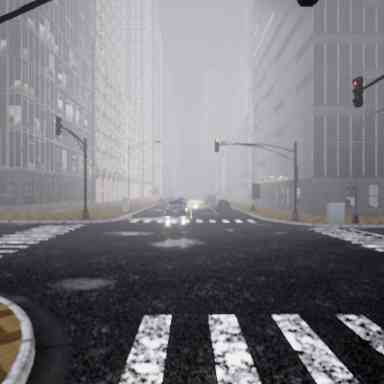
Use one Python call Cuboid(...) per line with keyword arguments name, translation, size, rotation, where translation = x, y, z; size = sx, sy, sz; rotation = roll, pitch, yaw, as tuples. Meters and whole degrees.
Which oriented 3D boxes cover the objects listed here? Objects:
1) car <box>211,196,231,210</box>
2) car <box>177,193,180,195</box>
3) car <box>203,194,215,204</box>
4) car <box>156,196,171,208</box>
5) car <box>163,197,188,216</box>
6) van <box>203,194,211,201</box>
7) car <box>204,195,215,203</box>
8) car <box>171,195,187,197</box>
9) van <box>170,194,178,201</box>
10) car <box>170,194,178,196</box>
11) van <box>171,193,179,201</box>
Cuboid(name="car", translation=(3.829, 1.559, 42.083), size=(1.947, 1.339, 4.313), rotation=(0, 0, 0))
Cuboid(name="car", translation=(-1.705, 1.457, 67.499), size=(2.128, 1.511, 4.902), rotation=(0, 0, 0))
Cuboid(name="car", translation=(3.636, 1.283, 64.191), size=(2.192, 1.841, 5.009), rotation=(0, 0, 0))
Cuboid(name="car", translation=(-4.136, 1.570, 47.557), size=(1.802, 1.307, 4.206), rotation=(0, 0, 0))
Cuboid(name="car", translation=(-1.573, 1.527, 33.307), size=(1.812, 1.442, 4.674), rotation=(0, 0, 0))
Cuboid(name="van", translation=(3.527, 1.283, 80.774), size=(1.690, 1.788, 3.998), rotation=(0, 0, 0))
Cuboid(name="car", translation=(3.600, 1.399, 69.719), size=(1.967, 1.590, 4.097), rotation=(0, 0, 0))
Cuboid(name="car", translation=(-1.658, 1.515, 47.008), size=(1.812, 1.442, 4.674), rotation=(0, 0, 0))
Cuboid(name="van", translation=(-4.353, 1.283, 80.722), size=(1.690, 1.788, 3.998), rotation=(0, 0, 0))
Cuboid(name="car", translation=(-4.244, 1.534, 64.140), size=(1.947, 1.339, 4.313), rotation=(0, 0, 0))
Cuboid(name="van", translation=(-4.389, 1.275, 86.250), size=(1.690, 1.788, 3.998), rotation=(0, 0, 0))
